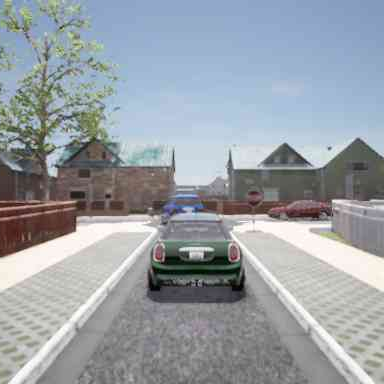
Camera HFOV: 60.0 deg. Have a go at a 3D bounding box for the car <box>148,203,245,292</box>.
[{"bbox_3d":[0.096,1.342,9.069,2.097,1.767,4.553,0,0,0],"label":"car"}]

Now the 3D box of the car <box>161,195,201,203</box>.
[{"bbox_3d":[-0.698,1.210,21.295,2.150,2.045,5.566,0,0,-10],"label":"car"}]

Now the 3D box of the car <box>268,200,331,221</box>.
[{"bbox_3d":[8.609,1.452,26.417,5.008,1.535,1.882,-1,-1,1],"label":"car"}]
